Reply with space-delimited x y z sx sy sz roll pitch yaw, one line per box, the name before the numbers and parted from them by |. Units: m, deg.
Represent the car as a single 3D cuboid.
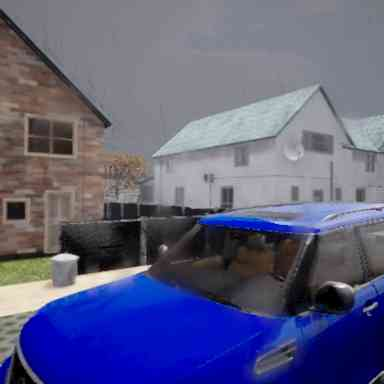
car | 0.986 1.209 3.775 5.566 2.045 2.150 -1 1 -39
